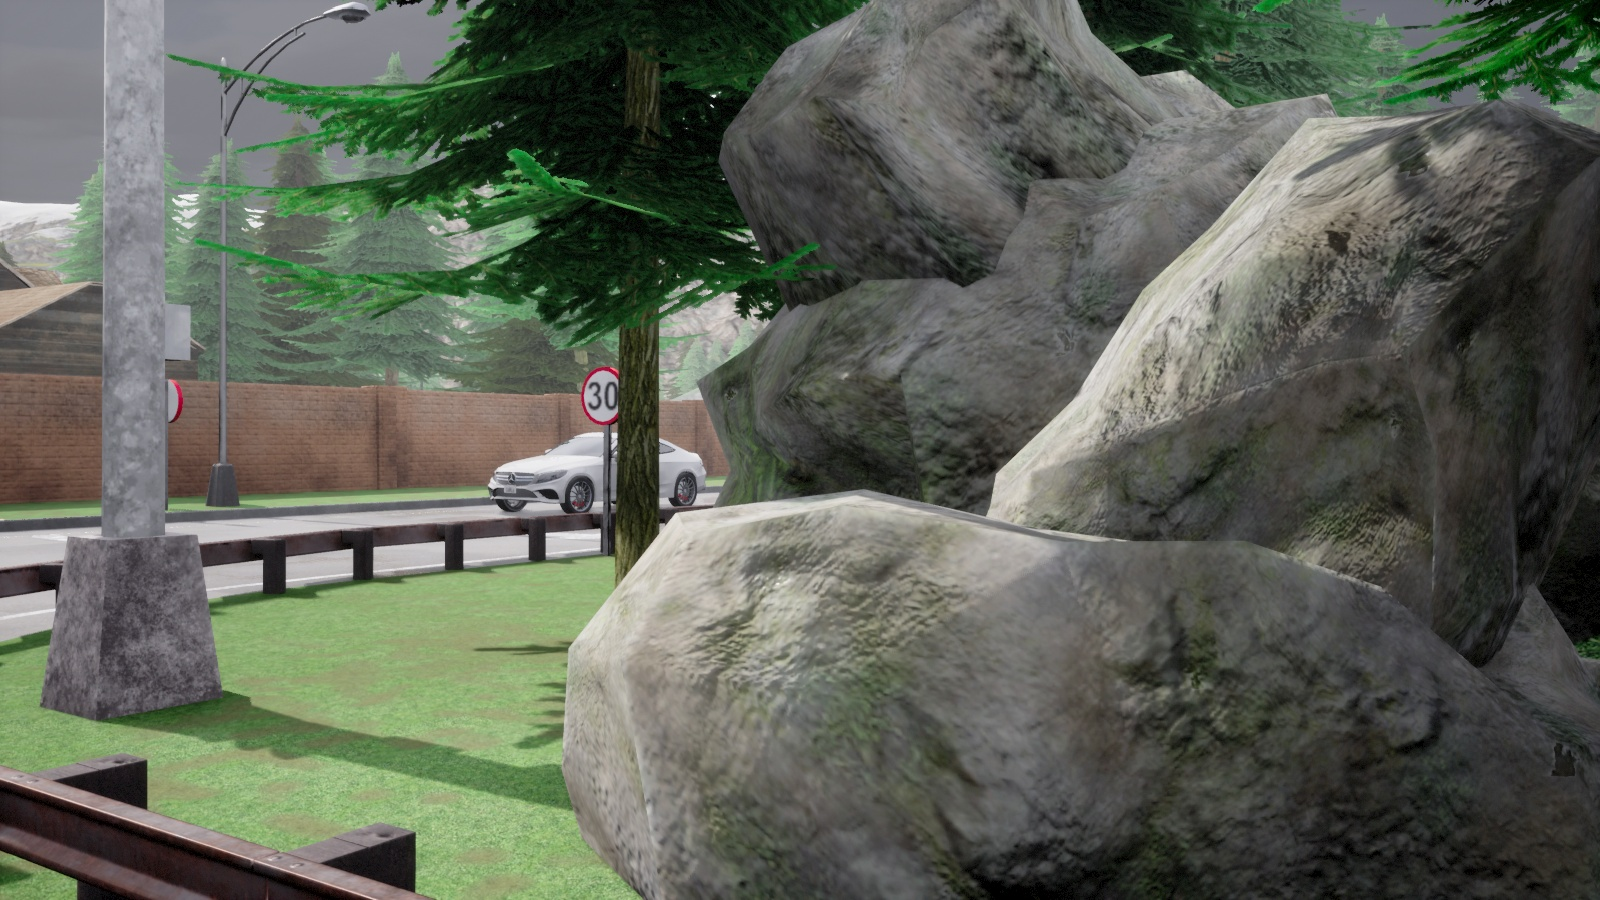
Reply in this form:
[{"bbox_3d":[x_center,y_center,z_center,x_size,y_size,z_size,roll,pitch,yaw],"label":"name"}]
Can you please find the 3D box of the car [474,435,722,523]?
[{"bbox_3d":[-3.608,0.457,23.271,1.812,1.442,4.674,0,1,34],"label":"car"}]
